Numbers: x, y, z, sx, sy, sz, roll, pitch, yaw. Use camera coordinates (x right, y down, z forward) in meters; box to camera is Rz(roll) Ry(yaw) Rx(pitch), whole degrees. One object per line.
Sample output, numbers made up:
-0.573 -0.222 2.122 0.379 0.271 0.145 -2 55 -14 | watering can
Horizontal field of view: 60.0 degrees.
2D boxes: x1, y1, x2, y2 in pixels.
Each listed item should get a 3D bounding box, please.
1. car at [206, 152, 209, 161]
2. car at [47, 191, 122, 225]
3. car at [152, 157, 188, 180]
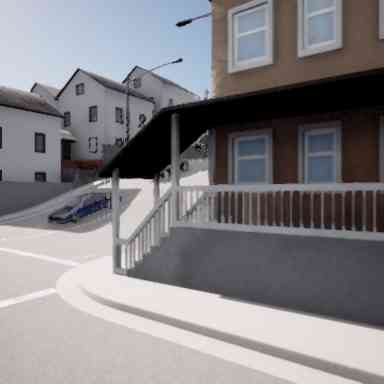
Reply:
3.473 -4.576 38.530 1.882 1.535 5.008 0 9 36 | car
-7.297 0.879 23.001 2.033 1.411 5.357 0 16 34 | car
-2.218 -2.279 30.419 1.837 1.490 4.892 0 17 34 | car
